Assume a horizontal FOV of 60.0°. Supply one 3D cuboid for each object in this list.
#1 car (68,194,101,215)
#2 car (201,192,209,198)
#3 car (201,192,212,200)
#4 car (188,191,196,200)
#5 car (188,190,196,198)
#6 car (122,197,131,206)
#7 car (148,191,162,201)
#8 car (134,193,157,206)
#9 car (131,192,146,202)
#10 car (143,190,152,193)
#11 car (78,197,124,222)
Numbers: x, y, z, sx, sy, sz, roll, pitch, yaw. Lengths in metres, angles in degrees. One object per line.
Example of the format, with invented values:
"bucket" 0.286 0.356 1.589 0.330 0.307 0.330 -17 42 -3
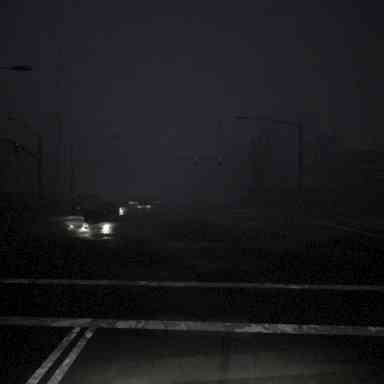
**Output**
"car" -10.642 1.183 33.845 2.150 2.045 5.566 0 0 0
"car" 3.392 0.673 87.796 1.812 1.442 4.674 0 1 0
"car" 3.411 1.011 74.750 1.895 1.301 4.718 0 1 0
"car" -0.086 0.956 74.765 2.033 1.411 5.357 0 1 0
"car" -0.108 0.505 87.758 2.097 1.767 4.553 0 1 0
"car" -10.659 1.437 48.797 1.895 1.301 4.718 0 1 0
"car" -7.094 1.114 67.013 2.033 1.411 5.357 0 1 0
"car" -7.157 1.350 51.436 2.033 1.411 5.357 0 1 0
"car" -10.625 1.193 63.650 1.994 1.385 4.181 0 1 0
"car" -10.597 0.543 78.990 2.150 2.045 5.566 0 1 0
"car" -7.126 1.462 26.597 1.882 1.535 5.008 0 0 0
